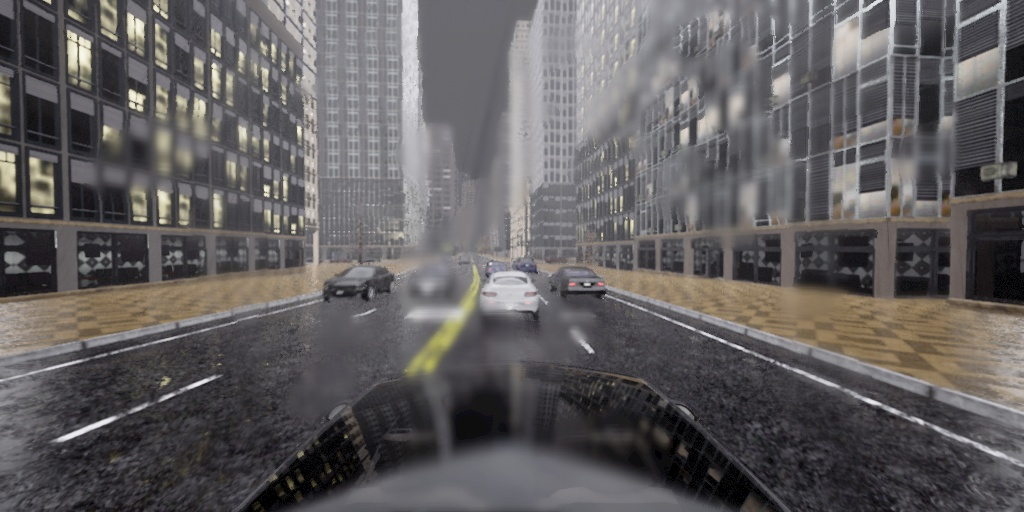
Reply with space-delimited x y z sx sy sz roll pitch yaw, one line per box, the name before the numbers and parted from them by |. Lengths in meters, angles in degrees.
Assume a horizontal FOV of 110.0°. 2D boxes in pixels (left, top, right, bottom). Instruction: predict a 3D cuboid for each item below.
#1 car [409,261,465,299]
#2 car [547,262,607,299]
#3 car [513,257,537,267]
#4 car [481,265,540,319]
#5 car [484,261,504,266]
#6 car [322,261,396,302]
car | -3.692 1.170 17.603 2.128 1.511 4.902 0 0 -3
car | 2.992 1.221 17.386 2.033 1.411 5.357 0 0 -3
car | 1.256 0.926 37.084 2.097 1.767 4.553 0 0 -6
car | -0.097 1.226 12.484 1.812 1.442 4.674 0 0 -2
car | -1.509 1.150 32.479 2.033 1.411 5.357 0 0 -6
car | -6.901 1.163 16.667 1.882 1.535 5.008 0 0 -2
